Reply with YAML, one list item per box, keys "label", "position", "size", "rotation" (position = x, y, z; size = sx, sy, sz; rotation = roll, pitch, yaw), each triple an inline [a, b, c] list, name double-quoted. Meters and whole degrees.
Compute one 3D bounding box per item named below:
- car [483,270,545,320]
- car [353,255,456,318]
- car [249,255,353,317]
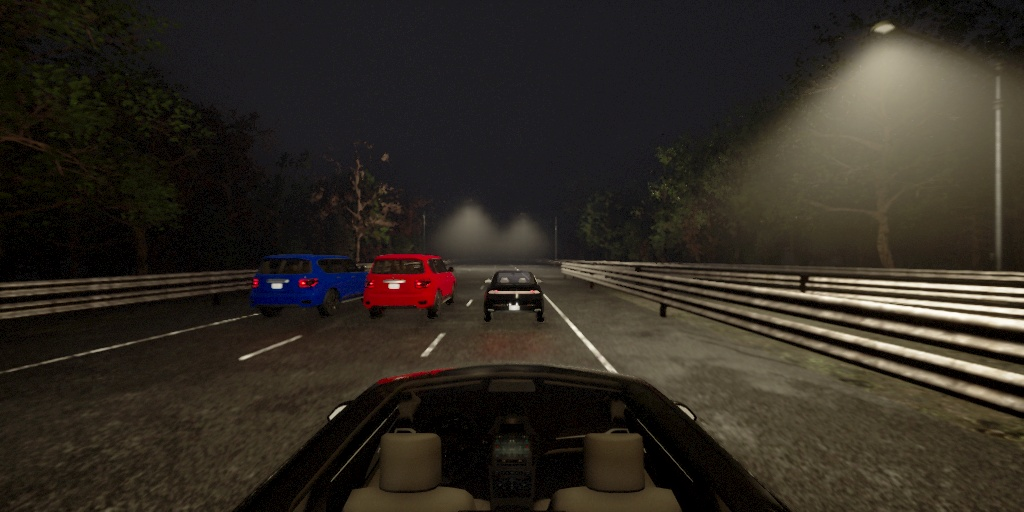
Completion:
- label: "car"
  position: [0.049, 1.247, 12.541]
  size: [2.128, 1.511, 4.902]
  rotation: [0, 0, 0]
- label: "car"
  position: [-3.452, 0.978, 13.123]
  size: [2.150, 2.045, 5.566]
  rotation: [0, 0, 0]
- label: "car"
  position: [-6.954, 0.979, 13.263]
  size: [2.150, 2.045, 5.566]
  rotation: [0, 0, 0]
